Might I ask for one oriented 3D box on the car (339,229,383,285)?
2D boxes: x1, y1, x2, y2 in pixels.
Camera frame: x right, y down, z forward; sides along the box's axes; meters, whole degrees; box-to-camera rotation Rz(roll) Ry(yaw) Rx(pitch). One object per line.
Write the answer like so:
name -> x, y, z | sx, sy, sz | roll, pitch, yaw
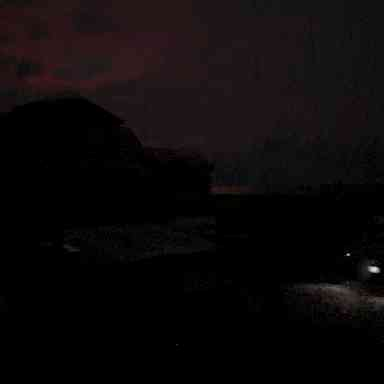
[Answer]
car -> 5.720, 1.564, 8.639 | 4.181, 1.385, 1.994 | 0, 0, -35
